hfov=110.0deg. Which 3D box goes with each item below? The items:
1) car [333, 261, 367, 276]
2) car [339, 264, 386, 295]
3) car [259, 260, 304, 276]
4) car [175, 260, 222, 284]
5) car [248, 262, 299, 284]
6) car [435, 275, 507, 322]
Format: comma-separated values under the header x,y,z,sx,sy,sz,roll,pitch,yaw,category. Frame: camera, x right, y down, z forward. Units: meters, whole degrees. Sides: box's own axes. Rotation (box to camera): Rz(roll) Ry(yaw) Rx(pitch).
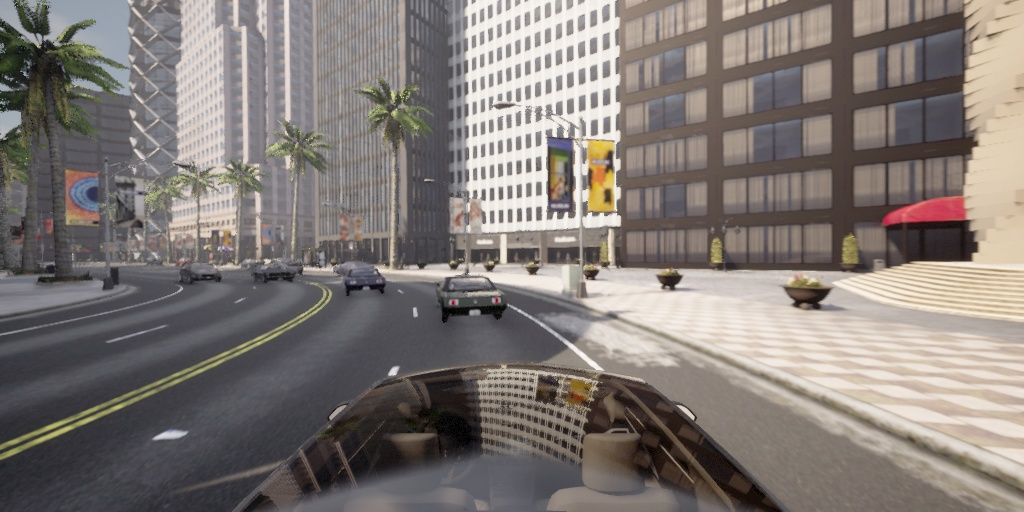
x,y,z,sx,sy,sz,roll,pitch,yaw,category
-14.970,1.197,33.930,5.357,1.411,2.033,0,0,41,car
-8.185,1.294,19.622,1.895,1.301,4.718,-1,0,-27,car
-22.187,1.196,34.954,4.902,1.511,2.128,0,0,36,car
-23.682,1.278,27.229,4.892,1.490,1.837,0,0,38,car
-17.787,1.327,26.665,4.718,1.301,1.895,0,1,44,car
-1.591,1.289,12.194,1.895,1.301,4.718,-1,0,-15,car
